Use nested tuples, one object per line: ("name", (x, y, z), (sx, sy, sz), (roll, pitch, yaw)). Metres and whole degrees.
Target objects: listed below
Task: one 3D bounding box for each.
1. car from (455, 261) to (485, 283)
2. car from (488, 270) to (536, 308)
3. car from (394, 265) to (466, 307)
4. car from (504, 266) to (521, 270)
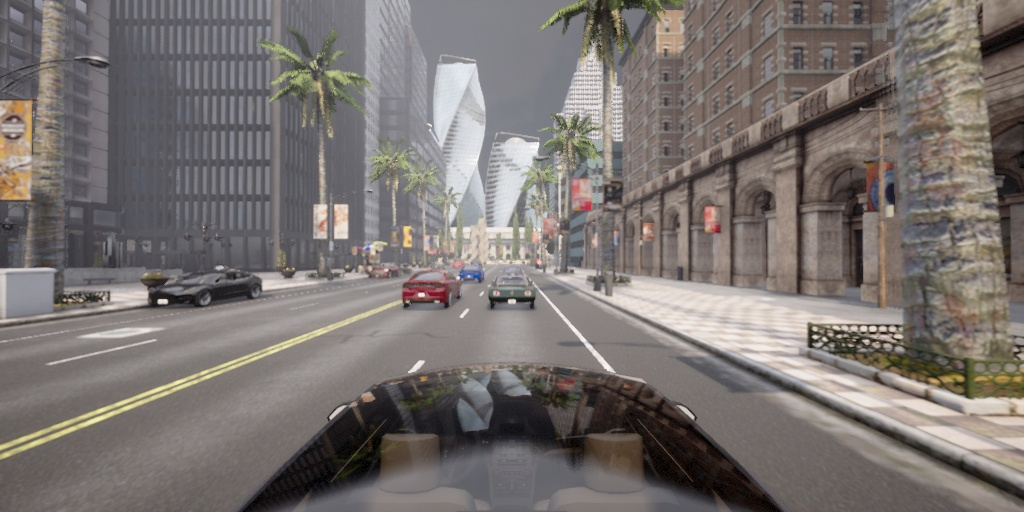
("car", (-3.453, 1.502, 31.322), (1.882, 1.535, 5.008), (0, 0, 0))
("car", (0.008, 1.482, 15.950), (1.895, 1.301, 4.718), (0, 0, 0))
("car", (-3.488, 1.363, 16.324), (1.882, 1.535, 5.008), (0, 0, 0))
("car", (0.047, 1.567, 30.817), (2.033, 1.411, 5.357), (0, 0, 0))
